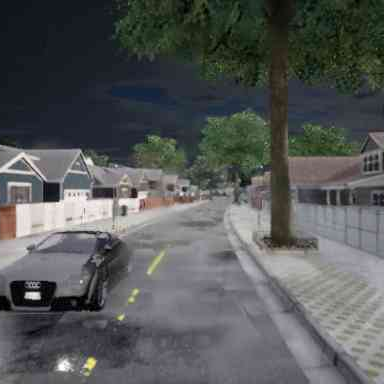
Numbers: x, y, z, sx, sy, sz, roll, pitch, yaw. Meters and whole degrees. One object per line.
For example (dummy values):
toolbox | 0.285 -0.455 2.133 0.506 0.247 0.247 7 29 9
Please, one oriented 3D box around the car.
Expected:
car | -2.677 1.603 7.706 1.994 1.385 4.181 0 0 2
